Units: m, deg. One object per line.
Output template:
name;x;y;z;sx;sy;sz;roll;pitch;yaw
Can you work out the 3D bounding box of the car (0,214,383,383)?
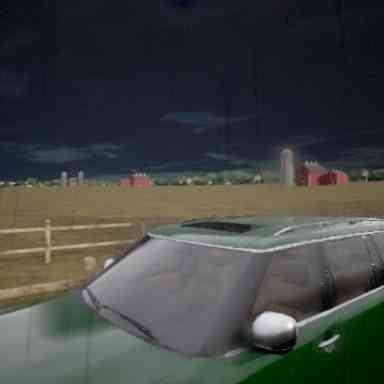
car;0.431;1.291;3.266;5.566;2.045;2.150;1;-2;-38
